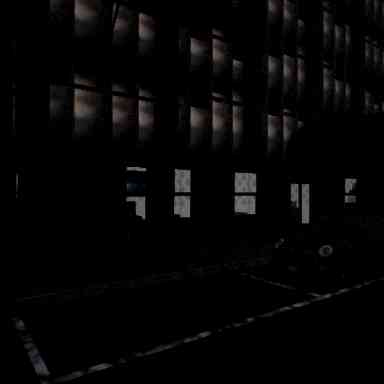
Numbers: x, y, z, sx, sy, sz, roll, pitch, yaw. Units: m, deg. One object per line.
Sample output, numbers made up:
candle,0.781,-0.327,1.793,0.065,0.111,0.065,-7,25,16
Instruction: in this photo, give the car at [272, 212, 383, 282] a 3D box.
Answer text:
car,4.204,1.438,9.670,4.097,1.590,1.967,0,0,-35
